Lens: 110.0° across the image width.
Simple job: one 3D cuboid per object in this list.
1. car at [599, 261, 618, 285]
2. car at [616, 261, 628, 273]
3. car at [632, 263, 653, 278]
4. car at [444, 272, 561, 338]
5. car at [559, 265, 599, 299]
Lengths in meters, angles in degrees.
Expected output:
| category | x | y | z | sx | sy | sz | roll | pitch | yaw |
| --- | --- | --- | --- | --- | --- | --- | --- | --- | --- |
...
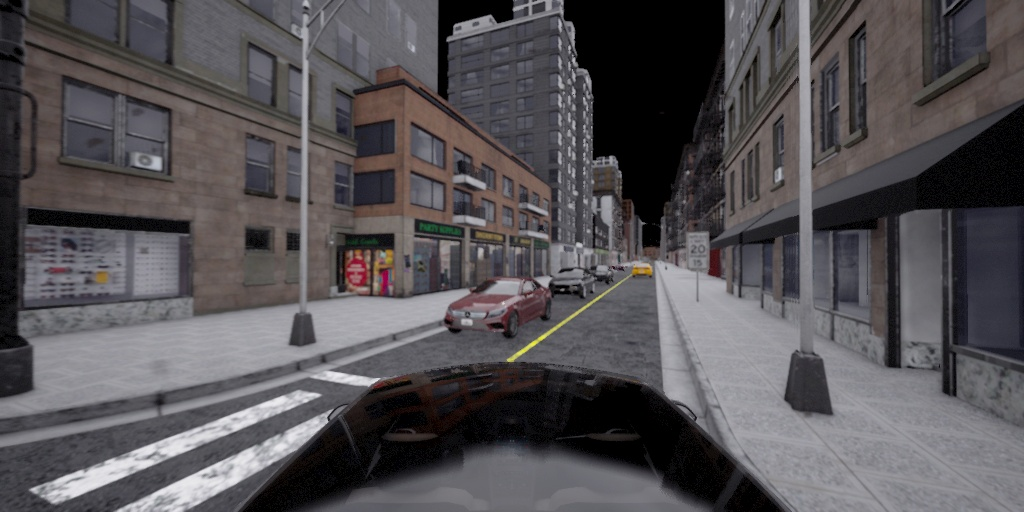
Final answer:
| category | x | y | z | sx | sy | sz | roll | pitch | yaw |
| --- | --- | --- | --- | --- | --- | --- | --- | --- | --- |
| car | 7.090 | 1.437 | 28.948 | 1.882 | 1.535 | 5.008 | 0 | -1 | 22 |
| car | 12.774 | 1.273 | 43.028 | 1.895 | 1.301 | 4.718 | 0 | 0 | 22 |
| car | 14.251 | 1.515 | 39.126 | 1.882 | 1.535 | 5.008 | 0 | 0 | 22 |
| car | -0.155 | 1.343 | 10.721 | 1.812 | 1.442 | 4.674 | 0 | 0 | 23 |
| car | 3.295 | 1.391 | 19.407 | 1.837 | 1.490 | 4.892 | 0 | 0 | 22 |
